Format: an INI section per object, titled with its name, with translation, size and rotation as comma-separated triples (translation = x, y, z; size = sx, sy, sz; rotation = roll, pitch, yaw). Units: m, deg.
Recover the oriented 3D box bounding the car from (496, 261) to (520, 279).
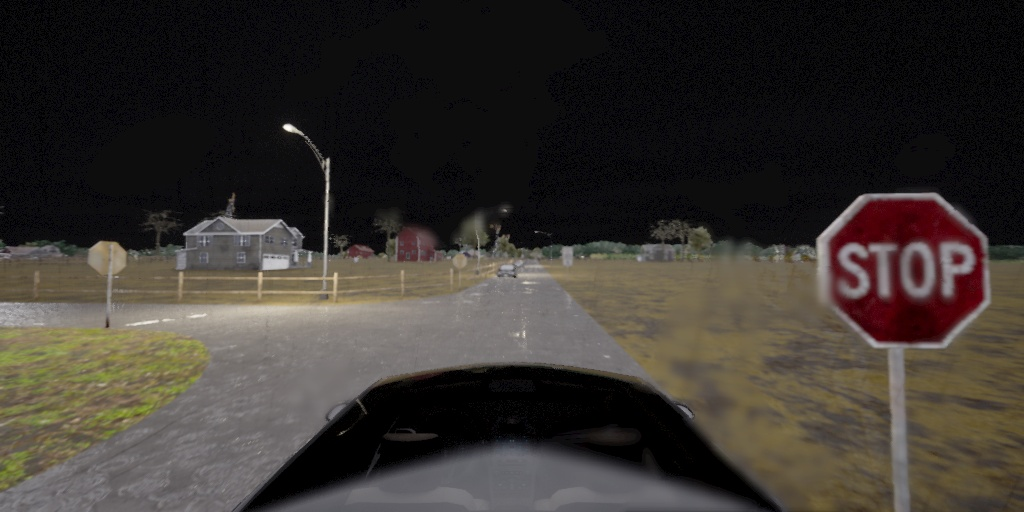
[car]
translation = -0.453, 1.592, 36.698
size = 1.812, 1.442, 4.674
rotation = 0, 1, 3
